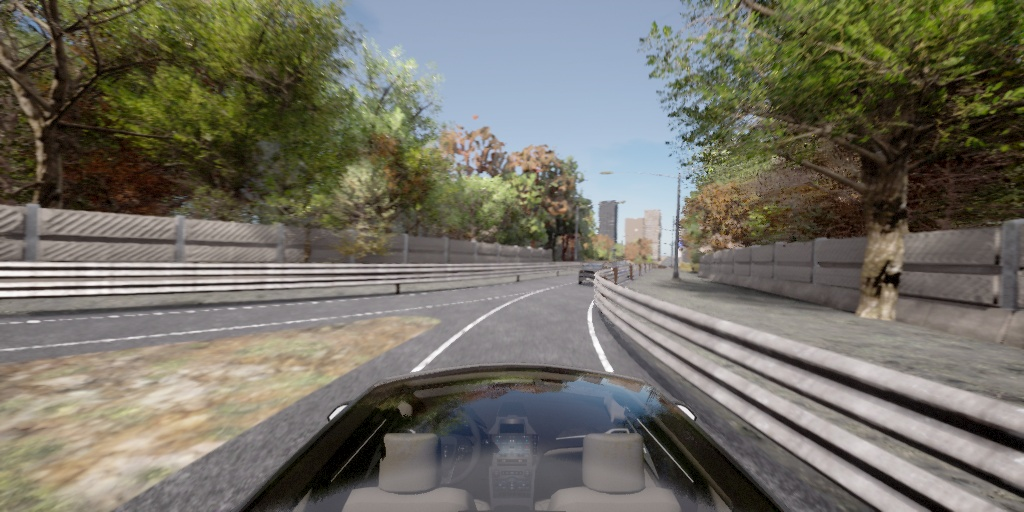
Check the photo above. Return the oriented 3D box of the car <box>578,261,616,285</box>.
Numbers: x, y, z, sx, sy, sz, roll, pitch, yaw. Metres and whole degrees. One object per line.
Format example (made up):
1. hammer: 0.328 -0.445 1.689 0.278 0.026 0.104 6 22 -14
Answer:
1. car: 6.248 1.359 26.809 1.837 1.490 4.892 2 0 24

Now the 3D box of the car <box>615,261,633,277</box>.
1. car: 12.484 1.356 40.791 2.097 1.767 4.553 2 0 24
